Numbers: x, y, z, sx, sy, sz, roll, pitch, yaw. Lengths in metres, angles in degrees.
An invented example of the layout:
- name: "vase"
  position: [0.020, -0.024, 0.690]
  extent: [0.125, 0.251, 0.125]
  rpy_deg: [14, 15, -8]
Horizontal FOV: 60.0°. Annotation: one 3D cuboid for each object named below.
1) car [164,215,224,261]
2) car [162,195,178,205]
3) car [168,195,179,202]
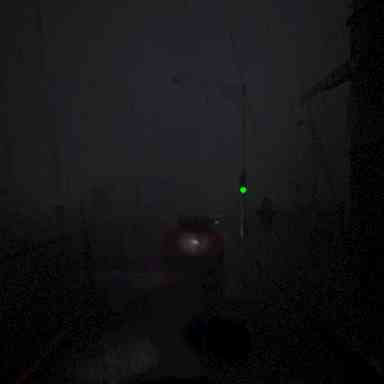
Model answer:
- name: "car"
  position: [0.078, 1.554, 12.306]
  extent: [1.994, 1.385, 4.181]
  rpy_deg: [0, 0, 0]
- name: "car"
  position: [-4.038, 1.307, 57.681]
  extent: [2.097, 1.767, 4.553]
  rpy_deg: [0, 0, 1]
- name: "car"
  position: [-3.983, 1.482, 73.194]
  extent: [2.033, 1.411, 5.357]
  rpy_deg: [0, 0, 0]
